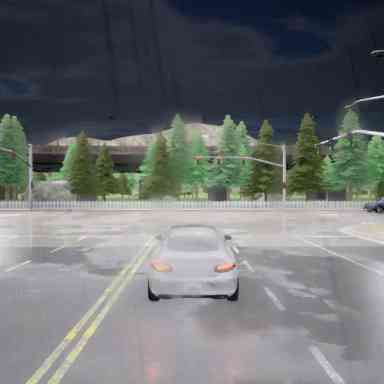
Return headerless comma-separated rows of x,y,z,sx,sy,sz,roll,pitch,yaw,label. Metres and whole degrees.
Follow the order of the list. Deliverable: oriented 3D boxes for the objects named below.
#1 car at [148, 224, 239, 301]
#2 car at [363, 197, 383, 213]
0.032,1.526,8.192,1.812,1.442,4.674,0,0,0,car
20.729,1.296,35.327,4.553,1.767,2.097,0,0,0,car
